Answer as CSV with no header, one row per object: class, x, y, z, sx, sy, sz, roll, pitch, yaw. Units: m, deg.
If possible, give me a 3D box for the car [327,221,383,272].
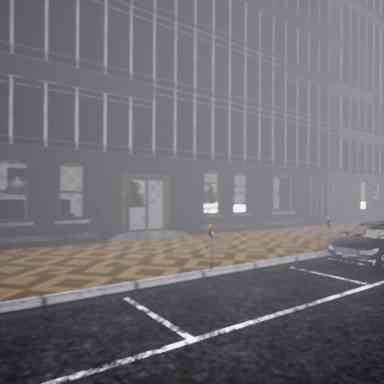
car,6.271,1.666,11.031,4.403,1.369,2.008,1,0,-35
